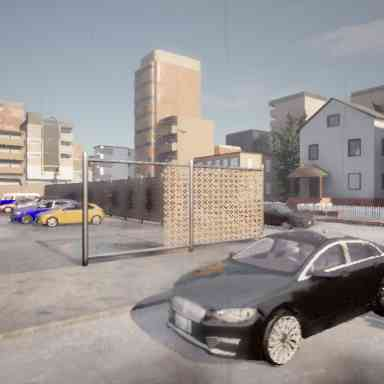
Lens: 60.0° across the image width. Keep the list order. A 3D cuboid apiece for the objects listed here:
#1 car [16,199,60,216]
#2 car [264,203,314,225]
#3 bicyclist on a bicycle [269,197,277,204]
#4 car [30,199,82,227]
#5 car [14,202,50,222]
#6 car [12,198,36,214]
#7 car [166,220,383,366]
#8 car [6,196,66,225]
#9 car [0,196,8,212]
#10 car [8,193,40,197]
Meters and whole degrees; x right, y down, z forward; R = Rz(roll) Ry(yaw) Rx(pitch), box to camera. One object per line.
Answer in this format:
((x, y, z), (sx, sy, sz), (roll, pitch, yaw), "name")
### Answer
((-14.816, 1.412, 32.028), (3.633, 1.501, 1.845), (0, 0, -36), "car")
((5.262, 1.477, 21.004), (1.882, 1.535, 5.008), (0, 0, -36), "car")
((7.743, 1.348, 31.975), (1.656, 1.620, 0.582), (0, 0, -36), "bicyclist on a bicycle")
((-7.861, 1.415, 21.537), (4.193, 1.474, 1.816), (0, 0, -36), "car")
((-12.041, 1.451, 25.065), (2.207, 1.379, 1.481), (0, 0, -36), "car")
((-17.871, 1.402, 35.318), (1.789, 1.547, 3.705), (0, 0, -36), "car")
((1.891, 1.491, 5.855), (4.902, 1.511, 2.128), (0, 0, -35), "car")
((-10.305, 1.347, 23.688), (4.611, 1.667, 2.242), (0, 0, -36), "car")
((-17.873, 1.474, 35.595), (5.357, 1.415, 2.033), (0, 0, -36), "car")
((-12.595, 1.242, 27.326), (3.866, 1.878, 1.905), (0, 0, -36), "car")
